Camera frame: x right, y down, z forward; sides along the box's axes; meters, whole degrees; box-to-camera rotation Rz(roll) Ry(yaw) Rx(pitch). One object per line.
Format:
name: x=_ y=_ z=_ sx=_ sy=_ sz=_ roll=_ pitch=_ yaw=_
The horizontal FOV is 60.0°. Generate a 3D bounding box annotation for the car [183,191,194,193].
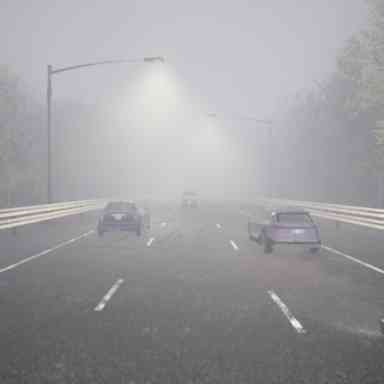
car: x=-0.475 y=0.851 z=52.636 sx=2.150 sy=2.045 sz=5.566 roll=0 pitch=0 yaw=-1

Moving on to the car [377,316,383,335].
car: x=3.498 y=1.531 z=2.139 sx=2.033 sy=1.411 sz=5.357 roll=0 pitch=0 yaw=0

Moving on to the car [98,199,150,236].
car: x=-3.478 y=1.229 z=17.789 sx=2.097 sy=1.767 sz=4.553 roll=0 pitch=0 yaw=0

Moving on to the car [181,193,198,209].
car: x=-0.342 y=1.230 z=39.311 sx=2.163 sy=1.488 sz=4.792 roll=0 pitch=0 yaw=-1

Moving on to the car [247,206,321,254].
car: x=3.459 y=1.340 z=13.176 sx=2.033 sy=1.649 sz=4.856 roll=0 pitch=0 yaw=0

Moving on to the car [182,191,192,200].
car: x=-1.105 y=0.700 z=73.910 sx=2.150 sy=2.045 sz=5.566 roll=0 pitch=0 yaw=-2
